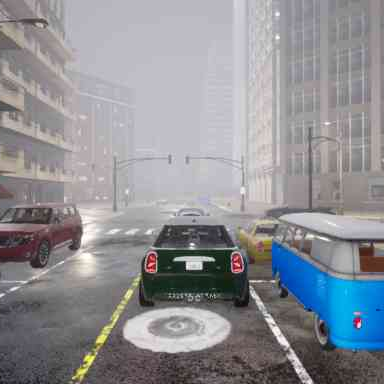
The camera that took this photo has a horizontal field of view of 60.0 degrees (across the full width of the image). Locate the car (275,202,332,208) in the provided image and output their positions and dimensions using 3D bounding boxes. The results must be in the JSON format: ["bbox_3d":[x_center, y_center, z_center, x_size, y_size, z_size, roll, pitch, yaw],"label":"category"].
[{"bbox_3d":[8.307,1.467,26.204,5.357,1.411,2.033,0,-1,4],"label":"car"}]

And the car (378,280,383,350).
[{"bbox_3d":[2.569,1.525,0.563,1.752,1.417,4.829,0,0,0],"label":"car"}]

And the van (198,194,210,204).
[{"bbox_3d":[2.460,1.429,60.458,1.690,1.788,3.998,0,0,0],"label":"van"}]

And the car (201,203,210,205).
[{"bbox_3d":[-0.031,1.536,17.190,1.812,1.442,4.674,0,0,0],"label":"car"}]

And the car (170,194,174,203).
[{"bbox_3d":[-5.441,1.561,71.549,1.967,1.590,4.097,0,0,0],"label":"car"}]

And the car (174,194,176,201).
[{"bbox_3d":[-5.451,1.706,77.101,1.947,1.339,4.313,0,0,0],"label":"car"}]

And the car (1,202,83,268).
[{"bbox_3d":[-5.329,1.321,11.442,2.192,1.841,5.009,0,0,0],"label":"car"}]

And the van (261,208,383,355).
[{"bbox_3d":[2.561,1.343,5.927,1.690,1.788,3.998,0,0,0],"label":"van"}]

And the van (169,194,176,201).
[{"bbox_3d":[-5.481,1.542,93.757,1.690,1.788,3.998,0,0,0],"label":"van"}]

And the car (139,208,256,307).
[{"bbox_3d":[0.049,1.355,8.147,2.097,1.767,4.553,0,0,0],"label":"car"}]

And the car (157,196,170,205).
[{"bbox_3d":[-5.420,1.613,60.273,1.752,1.417,4.829,0,0,0],"label":"car"}]

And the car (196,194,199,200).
[{"bbox_3d":[2.419,1.704,82.667,1.887,1.381,4.507,0,0,0],"label":"car"}]

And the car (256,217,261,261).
[{"bbox_3d":[2.549,1.531,11.633,1.752,1.417,4.829,0,0,0],"label":"car"}]

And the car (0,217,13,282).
[{"bbox_3d":[-5.320,1.442,5.906,1.967,1.590,4.097,0,0,0],"label":"car"}]
